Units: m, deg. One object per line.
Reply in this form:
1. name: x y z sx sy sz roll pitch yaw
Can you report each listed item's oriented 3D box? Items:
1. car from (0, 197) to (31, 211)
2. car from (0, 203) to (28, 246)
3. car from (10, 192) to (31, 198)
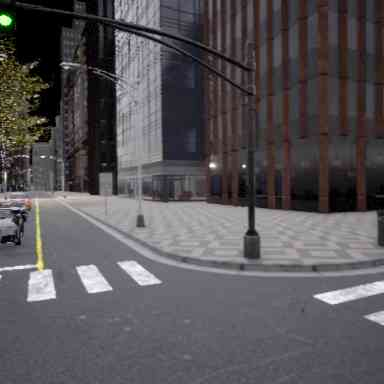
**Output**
1. car: -12.202 1.276 22.508 1.895 1.301 4.718 -1 1 -25
2. car: -8.015 1.373 13.589 1.994 1.385 4.181 -1 1 -24
3. car: -16.539 0.888 31.779 2.097 1.767 4.553 -1 1 -25
